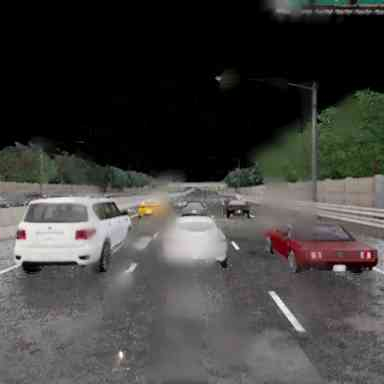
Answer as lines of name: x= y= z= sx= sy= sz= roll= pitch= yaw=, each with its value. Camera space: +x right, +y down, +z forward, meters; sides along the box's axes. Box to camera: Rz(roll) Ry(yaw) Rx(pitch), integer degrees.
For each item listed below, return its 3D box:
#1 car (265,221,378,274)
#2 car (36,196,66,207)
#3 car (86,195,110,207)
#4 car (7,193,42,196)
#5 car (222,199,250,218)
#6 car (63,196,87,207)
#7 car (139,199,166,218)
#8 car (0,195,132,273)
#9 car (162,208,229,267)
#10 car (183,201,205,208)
car: x=3.613 y=1.560 z=10.338 sx=1.895 sy=1.301 sz=4.718 roll=0 pitch=0 yaw=0
car: x=-20.778 y=1.343 z=49.357 sx=2.033 sy=1.411 sz=5.357 roll=0 pitch=0 yaw=1
car: x=-13.793 y=1.290 z=49.203 sx=2.128 sy=1.511 sz=4.902 roll=0 pitch=0 yaw=1
car: x=-14.017 y=1.110 z=27.152 sx=2.150 sy=2.045 sz=5.566 roll=0 pitch=0 yaw=0
car: x=3.688 y=1.362 z=28.436 sx=1.882 sy=1.535 sz=5.008 roll=0 pitch=0 yaw=0
car: x=-17.290 y=1.361 z=49.198 sx=1.994 sy=1.385 sz=4.181 roll=0 pitch=0 yaw=1
car: x=-3.312 y=1.360 z=28.461 sx=1.882 sy=1.535 sz=5.008 roll=0 pitch=0 yaw=0
car: x=-3.386 y=1.178 z=10.613 sx=2.150 sy=2.045 sz=5.566 roll=0 pitch=0 yaw=0
car: x=0.115 y=1.481 z=11.068 sx=1.812 sy=1.442 sz=4.674 roll=0 pitch=0 yaw=0
car: x=0.182 y=1.451 z=27.509 sx=1.994 sy=1.385 sz=4.181 roll=0 pitch=0 yaw=0
